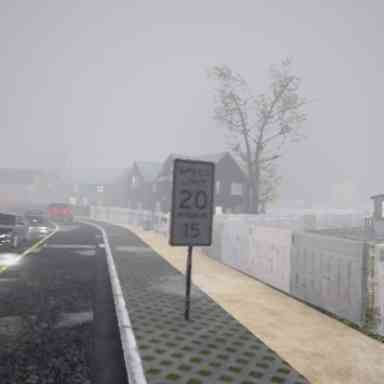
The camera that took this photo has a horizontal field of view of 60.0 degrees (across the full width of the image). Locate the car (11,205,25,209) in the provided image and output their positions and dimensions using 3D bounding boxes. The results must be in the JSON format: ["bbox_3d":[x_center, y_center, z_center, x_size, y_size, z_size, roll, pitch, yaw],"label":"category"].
[{"bbox_3d":[-23.973,2.542,46.374,5.357,1.411,2.033,0,-4,39],"label":"car"}]

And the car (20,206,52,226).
[{"bbox_3d":[-13.441,2.162,28.459,1.994,1.385,4.181,4,-3,-26],"label":"car"}]

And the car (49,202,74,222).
[{"bbox_3d":[-14.686,2.159,36.596,2.150,2.045,5.566,5,-3,-35],"label":"car"}]

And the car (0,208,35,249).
[{"bbox_3d":[-9.062,1.754,15.871,1.837,1.490,4.892,4,-2,-17],"label":"car"}]
